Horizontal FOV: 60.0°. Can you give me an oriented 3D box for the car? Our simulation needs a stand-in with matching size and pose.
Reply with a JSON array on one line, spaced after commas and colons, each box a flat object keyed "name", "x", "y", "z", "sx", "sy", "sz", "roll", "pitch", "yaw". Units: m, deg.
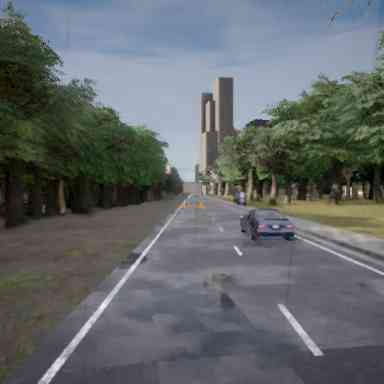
[{"name": "car", "x": 3.608, "y": 1.550, "z": 16.812, "sx": 2.033, "sy": 1.411, "sz": 5.357, "roll": 0, "pitch": 0, "yaw": 0}]

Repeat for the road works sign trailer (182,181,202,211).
[{"name": "road works sign trailer", "x": 0.018, "y": 0.490, "z": 40.780, "sx": 2.380, "sy": 3.560, "sz": 2.880, "roll": 0, "pitch": 0, "yaw": 0}]
